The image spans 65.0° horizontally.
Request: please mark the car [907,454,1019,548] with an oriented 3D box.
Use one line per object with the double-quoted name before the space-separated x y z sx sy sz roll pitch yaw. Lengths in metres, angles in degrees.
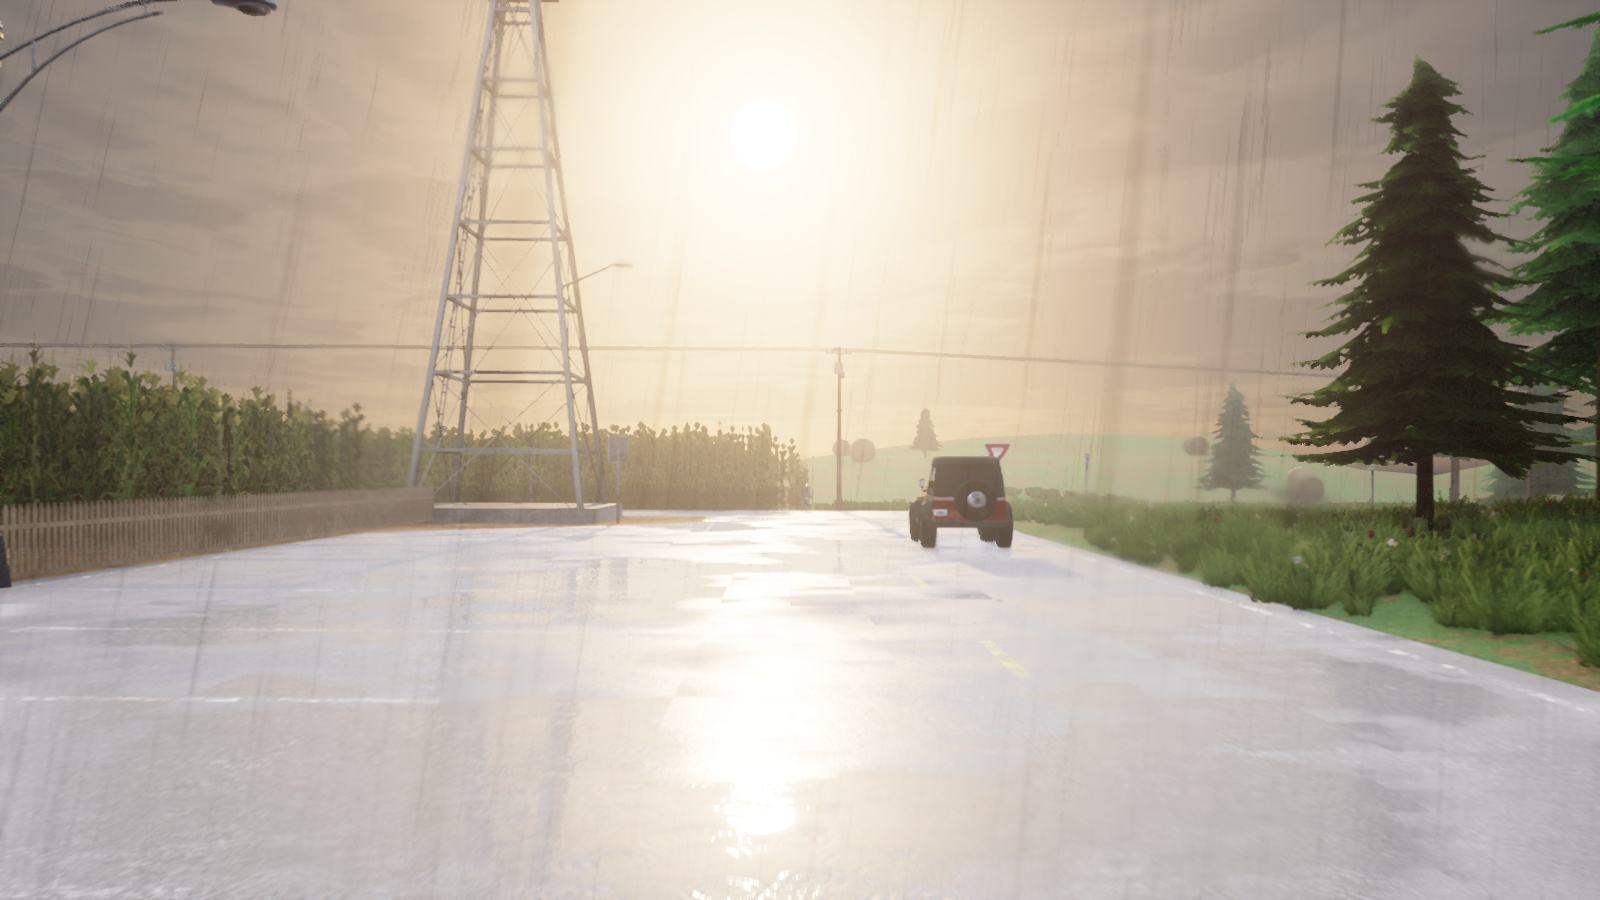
"car" 3.433 1.051 27.126 1.905 1.878 3.866 0 -1 0
